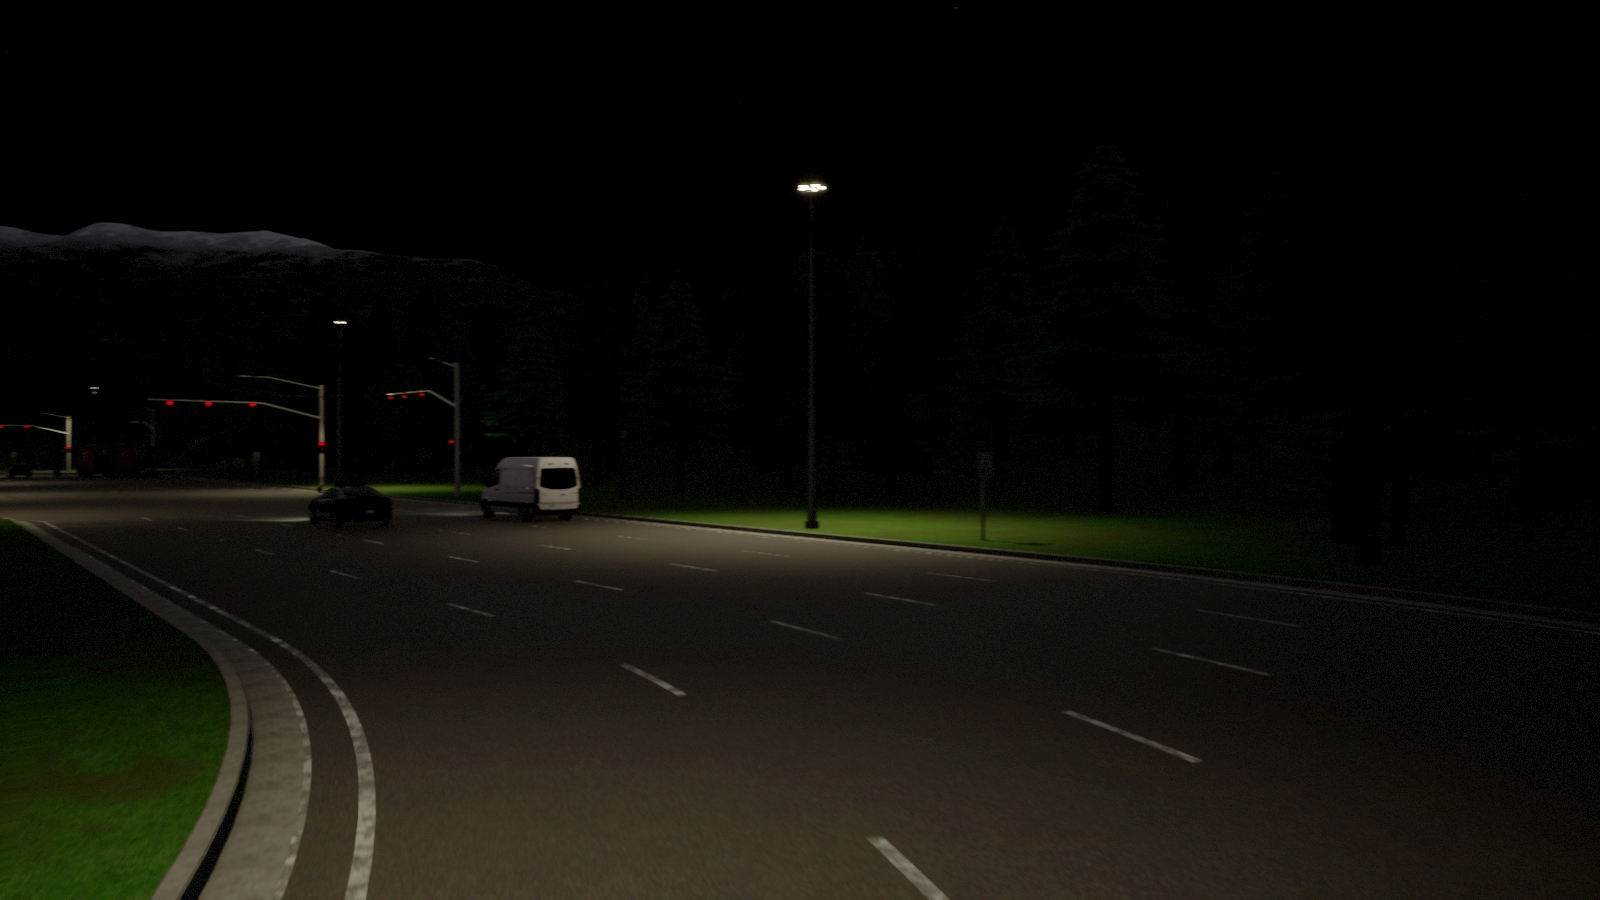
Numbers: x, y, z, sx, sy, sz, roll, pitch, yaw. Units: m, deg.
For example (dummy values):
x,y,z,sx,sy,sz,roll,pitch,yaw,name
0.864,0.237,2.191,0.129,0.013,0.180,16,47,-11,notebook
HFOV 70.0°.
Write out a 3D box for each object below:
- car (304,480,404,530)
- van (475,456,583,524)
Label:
x,y,z,sx,sy,sz,roll,pitch,yaw,name
-16.822,2.010,42.917,2.097,1.638,5.238,0,0,-38,car
-11.200,1.553,46.894,1.988,2.561,5.915,0,0,-38,van
